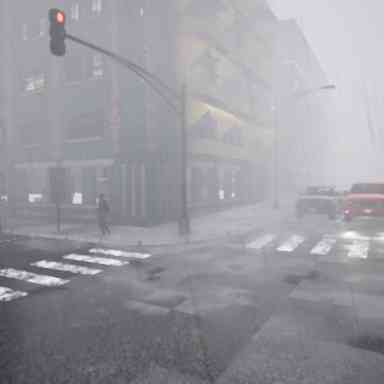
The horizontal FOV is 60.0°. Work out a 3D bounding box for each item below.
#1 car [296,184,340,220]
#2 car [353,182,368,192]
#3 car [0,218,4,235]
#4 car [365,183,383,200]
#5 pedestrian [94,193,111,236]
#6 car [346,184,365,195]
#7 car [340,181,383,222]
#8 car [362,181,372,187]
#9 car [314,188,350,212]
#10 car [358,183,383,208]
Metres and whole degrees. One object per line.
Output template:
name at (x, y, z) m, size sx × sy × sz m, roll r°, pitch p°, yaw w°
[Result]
car at (7.568, 0.494, 19.574) m, size 2.192 × 1.841 × 5.009 m, roll 1°, pitch 3°, yaw 30°
car at (27.080, -0.835, 53.314) m, size 1.947 × 1.339 × 4.313 m, roll 1°, pitch 3°, yaw 30°
car at (-10.138, 1.390, 14.841) m, size 4.206 × 1.307 × 1.802 m, roll 0°, pitch 2°, yaw 30°
car at (19.539, -0.091, 34.926) m, size 2.128 × 1.511 × 4.902 m, roll 0°, pitch 3°, yaw 30°
pedestrian at (-3.712, 0.886, 13.770) m, size 0.375 × 1.860 × 0.375 m, roll 1°, pitch 2°, yaw 30°
car at (21.506, -0.384, 43.677) m, size 1.947 × 1.339 × 4.313 m, roll 1°, pitch 3°, yaw 30°
car at (9.604, 0.434, 17.991) m, size 2.150 × 2.045 × 5.566 m, roll 0°, pitch 3°, yaw 30°
car at (38.231, -1.758, 72.587) m, size 1.887 × 1.381 × 4.507 m, roll 1°, pitch 3°, yaw 30°
car at (10.355, 0.498, 24.404) m, size 1.887 × 1.381 × 4.507 m, roll 1°, pitch 3°, yaw 30°
car at (14.439, 0.177, 26.246) m, size 2.097 × 1.767 × 4.553 m, roll 1°, pitch 3°, yaw 30°
